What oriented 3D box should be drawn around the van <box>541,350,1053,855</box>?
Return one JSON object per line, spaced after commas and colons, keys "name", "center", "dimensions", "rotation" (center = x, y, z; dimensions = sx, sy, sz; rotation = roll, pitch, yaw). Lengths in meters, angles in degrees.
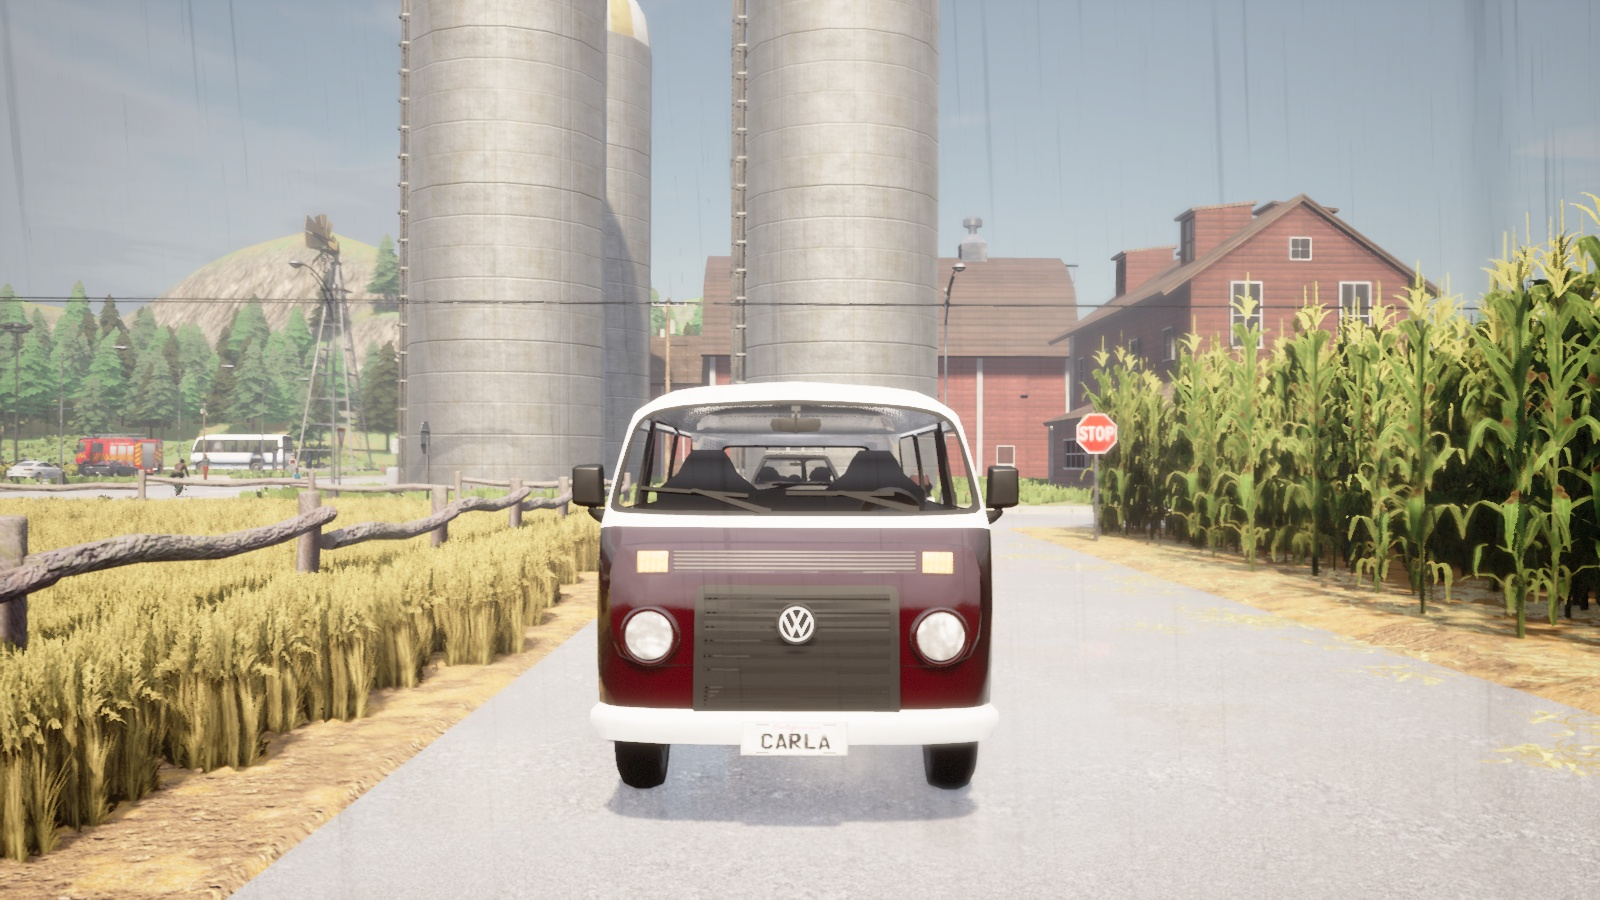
{"name": "van", "center": [-0.024, 0.646, 7.337], "dimensions": [2.069, 2.038, 4.480], "rotation": [0, -1, 0]}
